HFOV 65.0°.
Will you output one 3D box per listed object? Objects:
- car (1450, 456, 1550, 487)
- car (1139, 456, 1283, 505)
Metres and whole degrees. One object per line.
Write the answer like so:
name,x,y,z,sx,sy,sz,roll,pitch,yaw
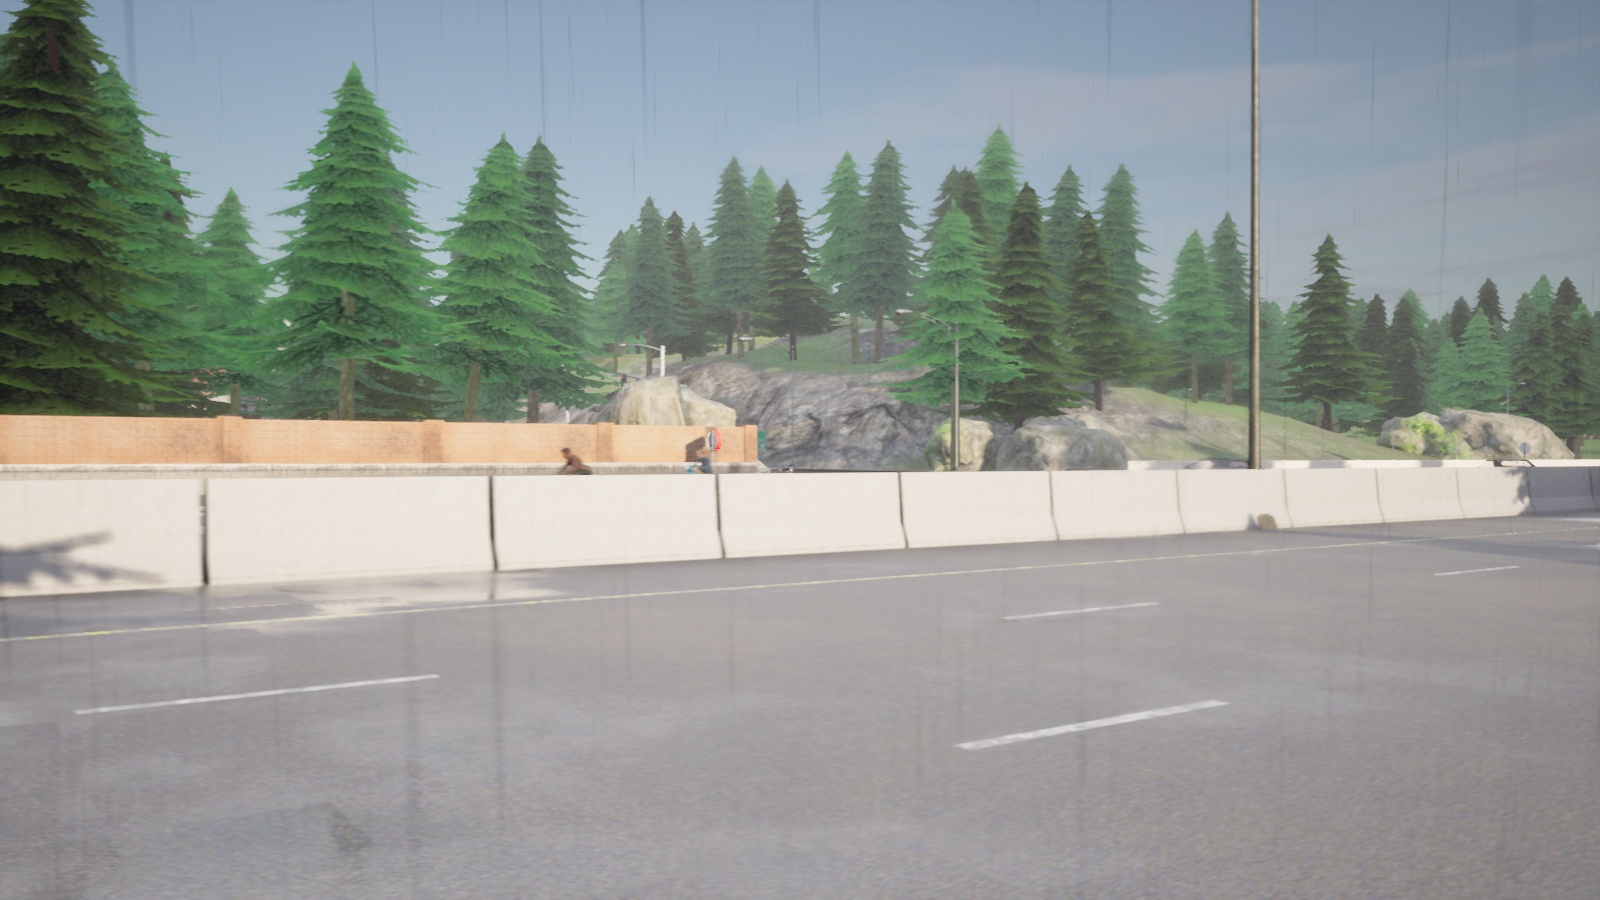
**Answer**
car,30.557,0.915,54.778,4.718,1.301,1.895,0,0,-35
car,12.417,0.876,37.888,4.181,1.385,1.994,0,0,-35
